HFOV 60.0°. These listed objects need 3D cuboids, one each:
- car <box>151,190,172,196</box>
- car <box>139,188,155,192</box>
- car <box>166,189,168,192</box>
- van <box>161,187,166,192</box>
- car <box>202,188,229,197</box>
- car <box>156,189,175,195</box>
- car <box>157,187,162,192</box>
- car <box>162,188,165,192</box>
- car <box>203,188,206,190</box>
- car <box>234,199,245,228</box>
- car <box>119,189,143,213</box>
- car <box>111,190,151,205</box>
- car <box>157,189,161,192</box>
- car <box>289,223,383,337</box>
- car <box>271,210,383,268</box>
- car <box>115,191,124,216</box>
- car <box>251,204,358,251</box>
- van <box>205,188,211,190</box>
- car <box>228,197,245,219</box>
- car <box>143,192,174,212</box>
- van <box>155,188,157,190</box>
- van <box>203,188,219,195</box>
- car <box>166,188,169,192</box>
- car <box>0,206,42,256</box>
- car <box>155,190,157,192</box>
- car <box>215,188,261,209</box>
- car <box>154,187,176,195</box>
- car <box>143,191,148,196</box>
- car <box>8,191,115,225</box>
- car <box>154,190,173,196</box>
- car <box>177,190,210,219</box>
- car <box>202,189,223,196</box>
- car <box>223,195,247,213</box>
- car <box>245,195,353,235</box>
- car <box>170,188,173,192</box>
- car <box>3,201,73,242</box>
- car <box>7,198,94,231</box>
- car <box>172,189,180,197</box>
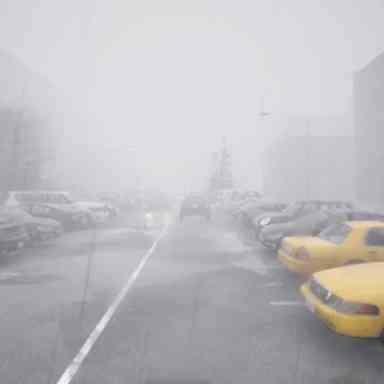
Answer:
[{"bbox_3d":[-7.318,0.233,80.045,4.792,1.488,2.163,0,1,0],"label":"car"},{"bbox_3d":[-7.508,0.629,38.140,5.566,2.045,2.435,0,1,0],"label":"car"},{"bbox_3d":[-7.384,0.520,60.491,4.892,1.521,2.231,0,1,0],"label":"car"},{"bbox_3d":[-7.274,0.339,57.694,4.442,1.987,1.878,0,1,0],"label":"van"},{"bbox_3d":[5.033,0.091,71.881,5.566,2.045,2.435,0,1,0],"label":"car"},{"bbox_3d":[-7.237,0.027,91.158,5.008,1.535,2.097,0,1,0],"label":"car"},{"bbox_3d":[-7.447,0.529,52.108,4.553,1.767,2.185,0,1,0],"label":"car"},{"bbox_3d":[-7.399,0.611,54.780,5.008,1.535,2.097,0,1,0],"label":"car"},{"bbox_3d":[0.287,0.696,41.938,2.097,1.767,4.553,0,1,0],"label":"car"},{"bbox_3d":[4.781,1.260,16.908,4.792,1.488,2.163,0,1,0],"label":"car"},{"bbox_3d":[-7.538,0.845,32.557,4.553,1.767,2.185,0,1,0],"label":"car"},{"bbox_3d":[-7.437,0.710,40.937,4.553,1.767,2.185,0,1,0],"label":"car"},{"bbox_3d":[-7.427,0.740,49.319,4.674,1.452,2.002,0,1,0],"label":"car"},{"bbox_3d":[4.513,1.417,5.157,5.366,1.575,1.946,0,1,0],"label":"car"},{"bbox_3d":[4.897,1.370,8.094,5.366,1.575,1.946,0,1,0],"label":"car"},{"bbox_3d":[-7.577,0.982,24.052,4.553,1.767,2.185,0,1,0],"label":"car"},{"bbox_3d":[4.732,1.325,11.158,4.892,1.521,2.231,0,1,0],"label":"car"},{"bbox_3d":[5.108,0.161,69.090,4.442,1.987,1.878,0,1,0],"label":"van"},{"bbox_3d":[4.762,1.223,19.847,4.674,1.452,2.002,0,1,0],"label":"car"},{"bbox_3d":[-2.963,1.030,30.590,1.837,1.490,4.892,0,1,0],"label":"car"},{"bbox_3d":[-7.559,0.519,46.522,4.442,1.987,1.878,0,1,0],"label":"van"},{"bbox_3d":[5.223,-0.216,94.193,4.442,1.987,1.878,0,0,0],"label":"van"},{"bbox_3d":[-7.359,0.475,63.285,4.892,1.521,2.231,0,1,0],"label":"car"},{"bbox_3d":[-7.603,1.335,10.088,4.892,1.521,2.231,0,1,0],"label":"car"},{"bbox_3d":[-7.483,0.820,43.730,4.792,1.488,2.163,0,1,0],"label":"car"},{"bbox_3d":[4.834,0.789,28.655,5.566,2.045,2.435,0,1,0],"label":"car"},{"bbox_3d":[-7.222,-0.184,88.420,5.566,2.045,2.435,0,1,0],"label":"car"},{"bbox_3d":[-7.523,0.955,35.353,4.792,1.488,2.163,0,1,0],"label":"car"},{"bbox_3d":[-7.542,0.945,18.589,5.566,2.045,2.435,0,1,0],"label":"car"},{"bbox_3d":[-7.234,0.142,85.631,4.792,1.488,2.163,0,1,0],"label":"car"},{"bbox_3d":[0.207,0.976,24.495,2.097,1.767,4.553,0,1,0],"label":"car"},{"bbox_3d":[5.253,0.116,85.712,5.366,1.575,1.946,0,1,0],"label":"car"},{"bbox_3d":[4.777,1.174,22.909,4.674,1.452,2.002,0,1,0],"label":"car"},{"bbox_3d":[4.770,1.153,13.968,4.553,1.767,2.185,0,1,0],"label":"car"},{"bbox_3d":[-7.343,0.323,74.457,4.792,1.488,2.163,0,1,0],"label":"car"},{"bbox_3d":[-7.602,1.288,13.006,4.892,1.521,2.231,0,1,0],"label":"car"},{"bbox_3d":[-7.577,1.241,15.799,5.008,1.535,2.097,0,1,0],"label":"car"},{"bbox_3d":[-2.671,0.342,72.935,1.994,1.385,4.181,0,1,0],"label":"car"}]
